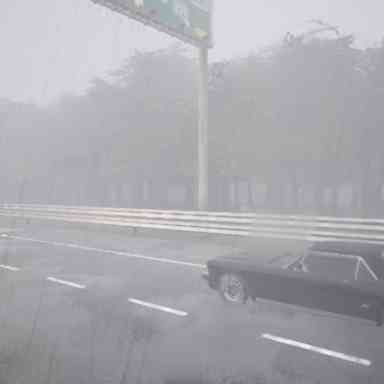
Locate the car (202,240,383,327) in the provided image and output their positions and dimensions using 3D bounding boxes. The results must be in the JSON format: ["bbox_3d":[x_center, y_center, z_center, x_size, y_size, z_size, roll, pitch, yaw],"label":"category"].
[{"bbox_3d":[2.550,1.602,6.347,4.718,1.301,1.895,0,0,35],"label":"car"}]
